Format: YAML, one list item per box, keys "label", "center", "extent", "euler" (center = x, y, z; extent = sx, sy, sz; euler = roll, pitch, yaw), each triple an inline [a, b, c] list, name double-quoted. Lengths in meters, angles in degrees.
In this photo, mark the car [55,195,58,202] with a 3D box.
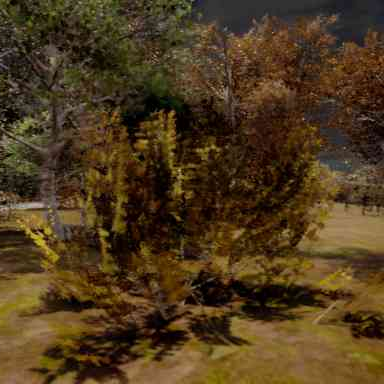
- label: "car"
  center: [-25.200, 1.254, 60.823]
  extent: [2.033, 1.411, 5.357]
  euler: [0, 0, 6]
